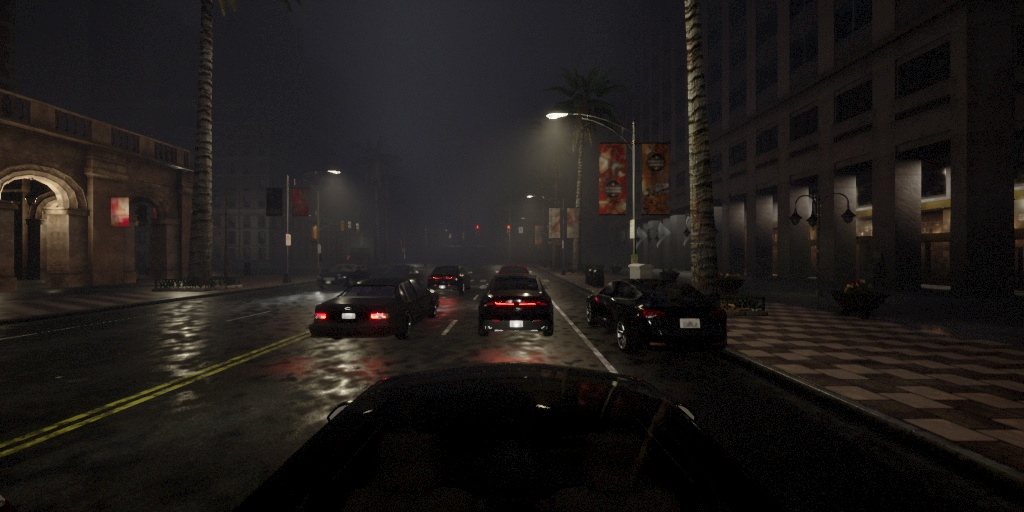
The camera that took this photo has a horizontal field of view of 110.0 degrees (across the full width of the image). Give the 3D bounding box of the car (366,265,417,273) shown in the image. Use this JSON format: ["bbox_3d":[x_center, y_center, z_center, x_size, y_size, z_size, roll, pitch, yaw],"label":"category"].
[{"bbox_3d":[-6.999,1.297,22.725,2.033,1.411,5.357,0,0,0],"label":"car"}]

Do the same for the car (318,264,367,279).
[{"bbox_3d":[-10.497,1.245,22.948,2.128,1.511,4.902,0,0,0],"label":"car"}]

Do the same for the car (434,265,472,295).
[{"bbox_3d":[-3.395,1.255,19.876,1.837,1.490,4.892,0,0,0],"label":"car"}]

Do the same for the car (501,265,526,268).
[{"bbox_3d":[0.100,1.228,19.819,1.882,1.535,5.008,0,0,0],"label":"car"}]

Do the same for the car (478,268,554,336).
[{"bbox_3d":[0.091,1.254,10.369,1.837,1.490,4.892,0,0,0],"label":"car"}]

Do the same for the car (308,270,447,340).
[{"bbox_3d":[-3.399,1.297,9.987,2.033,1.411,5.357,0,0,0],"label":"car"}]
